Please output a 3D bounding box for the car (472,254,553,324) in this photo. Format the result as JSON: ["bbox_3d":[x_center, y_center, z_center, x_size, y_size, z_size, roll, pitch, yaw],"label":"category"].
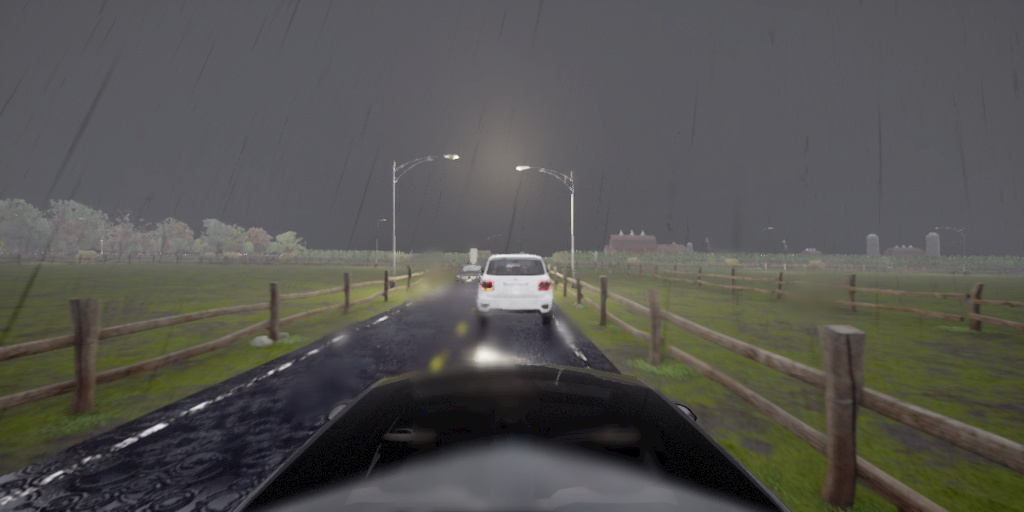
[{"bbox_3d":[0.101,0.980,12.215,2.150,2.045,5.566,0,0,0],"label":"car"}]

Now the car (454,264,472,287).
[{"bbox_3d":[-2.748,1.305,25.308,1.812,1.442,4.674,0,0,0],"label":"car"}]
